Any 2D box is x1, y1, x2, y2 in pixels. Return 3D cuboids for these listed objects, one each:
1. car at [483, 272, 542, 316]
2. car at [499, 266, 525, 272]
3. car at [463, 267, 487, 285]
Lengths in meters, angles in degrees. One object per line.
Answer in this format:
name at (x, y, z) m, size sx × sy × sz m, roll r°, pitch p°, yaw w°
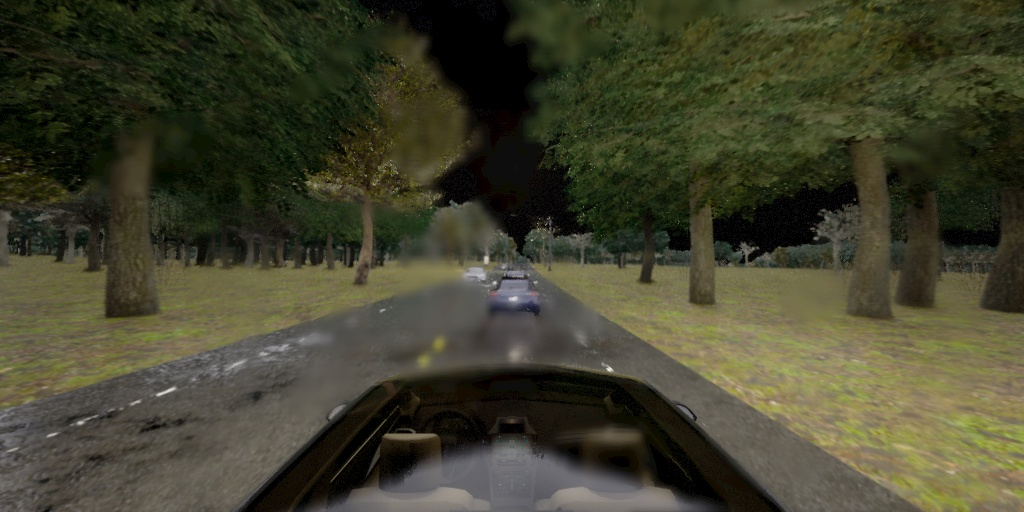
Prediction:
car at (0.135, 1.497, 14.336) m, size 1.994 × 1.385 × 4.181 m, roll 0°, pitch -1°, yaw 1°
car at (0.316, 1.667, 26.941) m, size 2.033 × 1.411 × 5.357 m, roll 0°, pitch -1°, yaw 2°
car at (-3.126, 1.710, 31.206) m, size 1.812 × 1.442 × 4.674 m, roll 0°, pitch -1°, yaw -1°
